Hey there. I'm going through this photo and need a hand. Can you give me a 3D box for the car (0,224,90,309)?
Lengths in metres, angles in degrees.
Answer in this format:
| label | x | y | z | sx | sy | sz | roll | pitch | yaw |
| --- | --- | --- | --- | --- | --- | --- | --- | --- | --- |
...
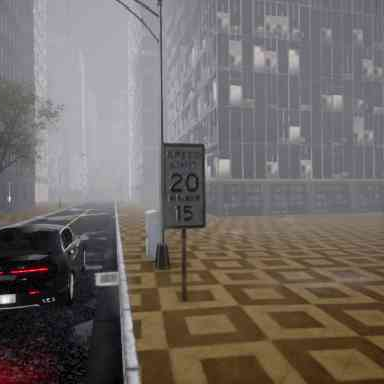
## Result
| label | x | y | z | sx | sy | sz | roll | pitch | yaw |
| --- | --- | --- | --- | --- | --- | --- | --- | --- | --- |
| car | -3.608 | 1.509 | 7.811 | 1.837 | 1.490 | 4.892 | -1 | 0 | -13 |
